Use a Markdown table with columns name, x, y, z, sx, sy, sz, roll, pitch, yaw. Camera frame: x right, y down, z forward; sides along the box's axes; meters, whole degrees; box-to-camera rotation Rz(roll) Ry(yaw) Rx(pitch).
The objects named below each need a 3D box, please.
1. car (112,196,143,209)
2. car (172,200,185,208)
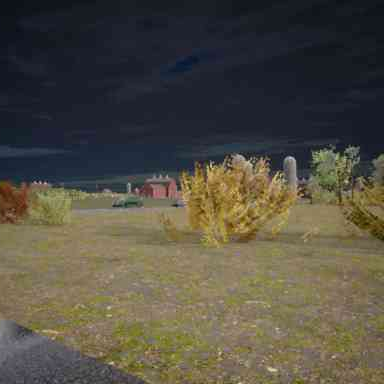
| name | x | y | z | sx | sy | sz | roll | pitch | yaw |
| --- | --- | --- | --- | --- | --- | --- | --- | --- | --- |
| car | -10.424 | 1.698 | 54.108 | 2.150 | 2.045 | 5.566 | -1 | -1 | 36 |
| car | -1.389 | 2.078 | 60.477 | 2.033 | 1.411 | 5.357 | -1 | -1 | 36 |
